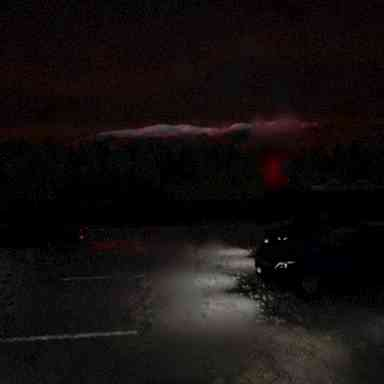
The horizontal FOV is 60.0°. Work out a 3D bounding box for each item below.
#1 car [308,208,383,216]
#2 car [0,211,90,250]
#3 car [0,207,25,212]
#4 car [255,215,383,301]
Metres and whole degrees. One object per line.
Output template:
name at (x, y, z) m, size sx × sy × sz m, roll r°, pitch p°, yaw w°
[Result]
car at (4.865, 1.344, 11.263) m, size 4.892 × 1.490 × 1.837 m, roll -1°, pitch 0°, yaw -6°
car at (-6.755, 1.609, 13.529) m, size 4.718 × 1.301 × 1.895 m, roll -1°, pitch 0°, yaw -6°
car at (-10.101, 1.517, 16.688) m, size 5.008 × 1.535 × 1.882 m, roll -1°, pitch 0°, yaw -6°
car at (3.792, 1.407, 7.614) m, size 4.674 × 1.442 × 1.812 m, roll -1°, pitch 0°, yaw -6°
